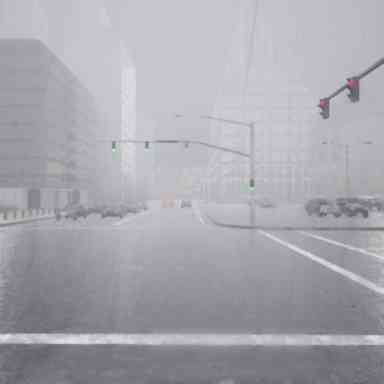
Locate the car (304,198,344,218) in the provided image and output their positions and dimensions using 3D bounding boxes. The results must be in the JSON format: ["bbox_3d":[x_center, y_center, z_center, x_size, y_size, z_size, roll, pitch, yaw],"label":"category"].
[{"bbox_3d":[13.140,1.583,33.714,1.932,1.855,4.605,0,-1,0],"label":"car"}]

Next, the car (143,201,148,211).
[{"bbox_3d":[-8.124,2.169,53.270,2.128,1.511,4.902,0,-1,0],"label":"car"}]

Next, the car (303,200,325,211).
[{"bbox_3d":[18.688,2.047,51.139,1.970,1.475,3.806,0,-1,0],"label":"car"}]

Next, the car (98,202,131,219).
[{"bbox_3d":[-8.016,2.006,34.684,1.994,1.385,4.181,0,-1,0],"label":"car"}]

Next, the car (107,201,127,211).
[{"bbox_3d":[-11.620,2.208,51.894,2.033,1.411,5.357,0,-1,0],"label":"car"}]

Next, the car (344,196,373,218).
[{"bbox_3d":[16.034,1.586,33.668,1.905,1.878,3.866,0,-1,0],"label":"car"}]

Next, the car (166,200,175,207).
[{"bbox_3d":[-4.657,2.422,72.451,1.837,1.490,4.892,0,-1,0],"label":"car"}]

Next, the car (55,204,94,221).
[{"bbox_3d":[-11.499,1.900,32.089,2.128,1.511,4.902,0,-1,0],"label":"car"}]

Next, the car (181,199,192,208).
[{"bbox_3d":[-1.104,2.410,63.620,1.895,1.301,4.718,0,-1,0],"label":"car"}]

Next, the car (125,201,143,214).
[{"bbox_3d":[-8.071,1.904,43.388,2.097,1.767,4.553,0,-1,0],"label":"car"}]

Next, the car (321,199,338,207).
[{"bbox_3d":[27.306,2.208,66.265,1.784,1.438,3.905,0,-1,0],"label":"car"}]

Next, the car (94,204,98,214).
[{"bbox_3d":[-11.559,2.127,41.354,1.895,1.301,4.718,0,-1,0],"label":"car"}]

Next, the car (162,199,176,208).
[{"bbox_3d":[-4.502,2.159,63.321,2.097,1.767,4.553,0,-1,0],"label":"car"}]

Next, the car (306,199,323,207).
[{"bbox_3d":[24.411,2.239,66.257,1.970,1.475,3.806,0,-1,0],"label":"car"}]
